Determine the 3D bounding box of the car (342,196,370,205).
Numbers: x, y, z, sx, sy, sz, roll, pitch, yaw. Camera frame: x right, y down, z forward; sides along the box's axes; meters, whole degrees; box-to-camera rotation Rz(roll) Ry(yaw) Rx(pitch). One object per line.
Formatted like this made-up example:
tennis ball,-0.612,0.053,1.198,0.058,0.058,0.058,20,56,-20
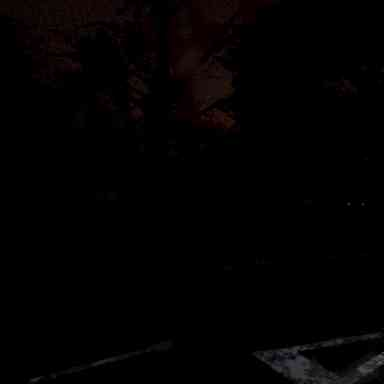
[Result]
car,27.918,1.490,56.555,4.902,1.511,2.128,1,-1,-35

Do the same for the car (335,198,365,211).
car,20.313,1.516,42.895,2.097,1.767,4.553,0,0,2
